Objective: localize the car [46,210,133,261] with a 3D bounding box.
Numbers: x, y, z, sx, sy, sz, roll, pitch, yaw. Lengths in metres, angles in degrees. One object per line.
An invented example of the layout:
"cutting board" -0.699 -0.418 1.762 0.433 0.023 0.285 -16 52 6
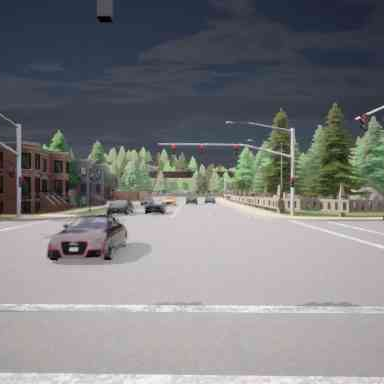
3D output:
"car" -3.612 1.564 12.174 1.994 1.385 4.181 0 0 0

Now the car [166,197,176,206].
"car" -3.578 1.477 53.717 1.882 1.535 5.008 0 0 0

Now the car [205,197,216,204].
"car" 3.532 1.564 65.205 1.994 1.385 4.181 0 0 0

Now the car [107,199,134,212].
"car" -7.133 1.478 33.539 1.882 1.535 5.008 0 0 0

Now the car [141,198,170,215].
"car" -3.631 1.601 33.575 1.895 1.301 4.718 0 0 0

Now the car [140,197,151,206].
"car" -7.081 1.564 53.518 1.994 1.385 4.181 0 0 1

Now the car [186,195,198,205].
"car" -0.063 1.352 60.224 2.097 1.767 4.553 0 0 0
